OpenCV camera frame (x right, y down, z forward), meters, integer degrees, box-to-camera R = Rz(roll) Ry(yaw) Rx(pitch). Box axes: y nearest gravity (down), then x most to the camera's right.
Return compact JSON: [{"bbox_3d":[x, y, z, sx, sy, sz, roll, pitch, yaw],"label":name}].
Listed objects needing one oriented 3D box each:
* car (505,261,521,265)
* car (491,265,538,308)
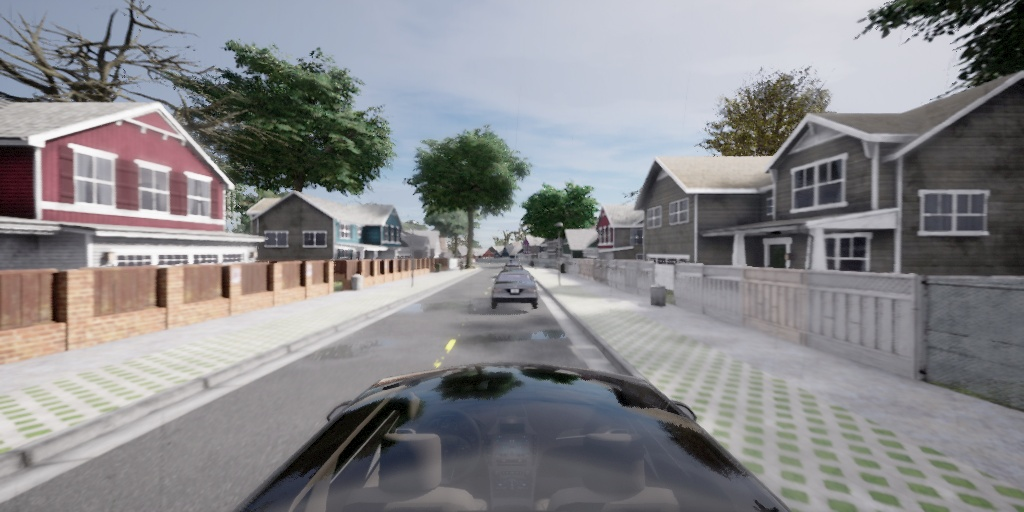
[{"bbox_3d":[0.104,1.235,35.266,2.128,1.511,4.902,0,0,0],"label":"car"},{"bbox_3d":[0.103,1.282,15.182,2.033,1.411,5.357,0,0,0],"label":"car"}]
